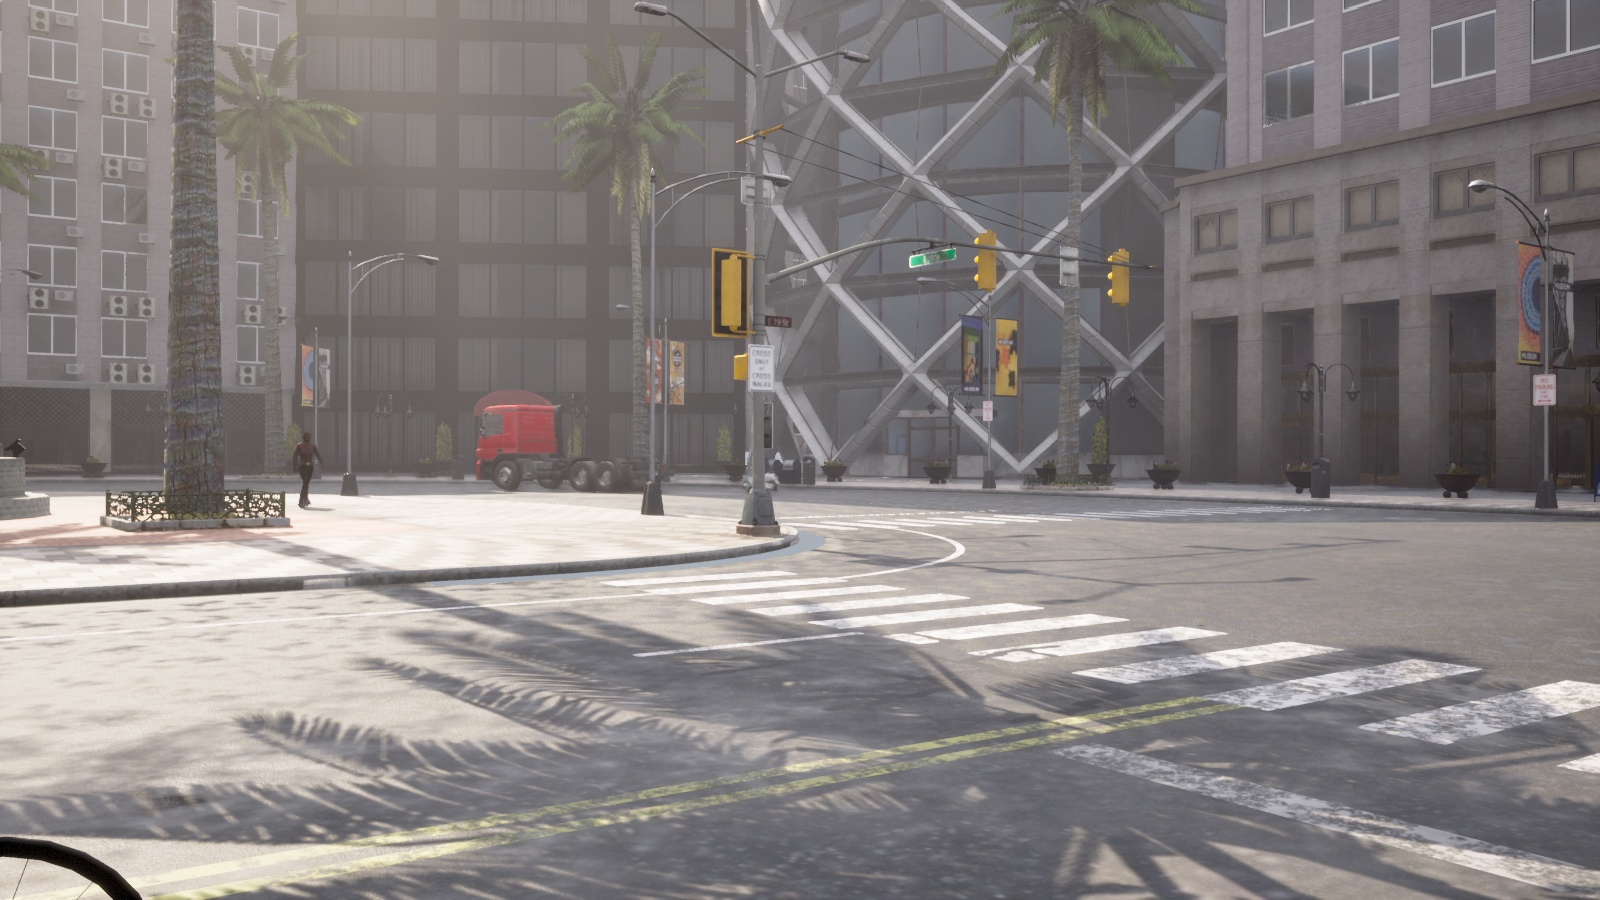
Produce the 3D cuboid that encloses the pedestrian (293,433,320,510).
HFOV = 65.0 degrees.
[{"bbox_3d":[-11.673,0.499,29.694,0.328,1.805,0.869,0,0,-41],"label":"pedestrian"}]

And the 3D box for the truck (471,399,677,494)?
[{"bbox_3d":[-8.888,-0.098,48.975,7.936,3.462,2.891,0,0,31],"label":"truck"}]

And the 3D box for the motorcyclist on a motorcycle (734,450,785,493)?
[{"bbox_3d":[-1.571,0.820,48.335,1.817,1.590,0.866,0,0,38],"label":"motorcyclist on a motorcycle"}]

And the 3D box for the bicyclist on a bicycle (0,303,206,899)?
[{"bbox_3d":[-2.110,0.625,2.206,1.843,1.776,0.659,0,0,-35],"label":"bicyclist on a bicycle"}]
